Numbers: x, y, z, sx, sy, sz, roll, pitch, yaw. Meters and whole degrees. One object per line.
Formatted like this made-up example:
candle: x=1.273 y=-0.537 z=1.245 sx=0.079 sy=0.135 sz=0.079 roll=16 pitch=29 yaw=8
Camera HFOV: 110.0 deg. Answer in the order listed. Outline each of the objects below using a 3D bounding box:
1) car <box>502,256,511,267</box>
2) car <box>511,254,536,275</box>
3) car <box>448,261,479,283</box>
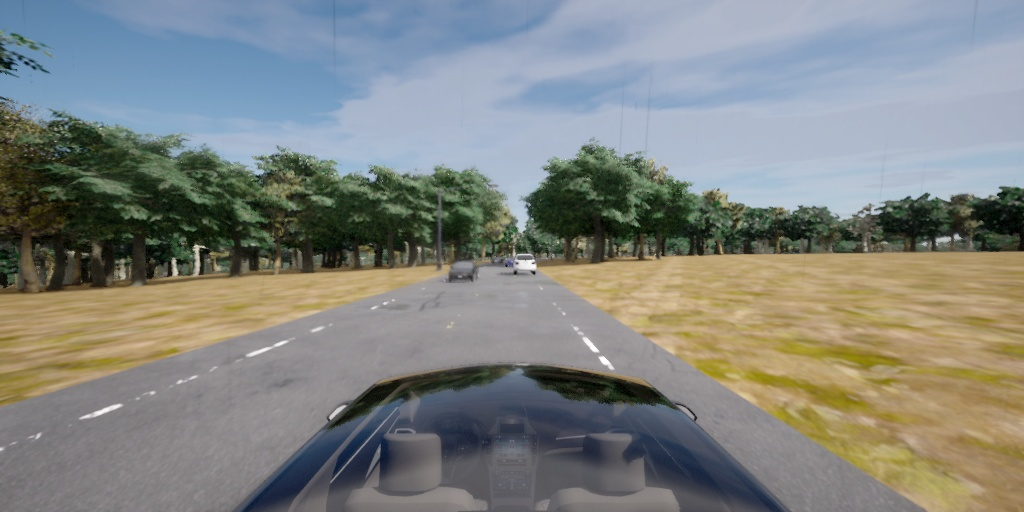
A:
car: x=0.096 y=0.800 z=55.017 sx=2.097 sy=1.767 sz=4.553 roll=0 pitch=0 yaw=2
car: x=1.241 y=0.817 z=36.391 sx=2.150 sy=2.045 sz=5.566 roll=0 pitch=0 yaw=0
car: x=-3.584 y=1.127 z=27.235 sx=1.882 sy=1.535 sz=5.008 roll=0 pitch=0 yaw=0
